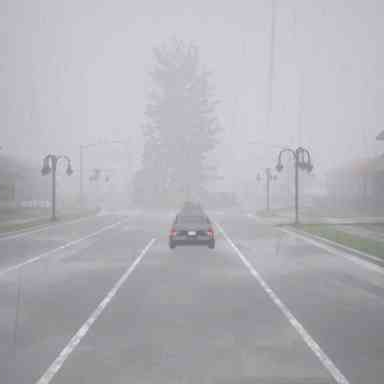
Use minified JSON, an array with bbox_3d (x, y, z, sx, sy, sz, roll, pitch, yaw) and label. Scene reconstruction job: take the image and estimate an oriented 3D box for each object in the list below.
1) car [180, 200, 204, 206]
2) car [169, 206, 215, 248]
[{"bbox_3d":[0.000,1.514,29.650,1.837,1.490,4.892,0,0,0],"label":"car"},{"bbox_3d":[0.000,1.560,14.650,2.033,1.411,5.357,0,0,0],"label":"car"}]
